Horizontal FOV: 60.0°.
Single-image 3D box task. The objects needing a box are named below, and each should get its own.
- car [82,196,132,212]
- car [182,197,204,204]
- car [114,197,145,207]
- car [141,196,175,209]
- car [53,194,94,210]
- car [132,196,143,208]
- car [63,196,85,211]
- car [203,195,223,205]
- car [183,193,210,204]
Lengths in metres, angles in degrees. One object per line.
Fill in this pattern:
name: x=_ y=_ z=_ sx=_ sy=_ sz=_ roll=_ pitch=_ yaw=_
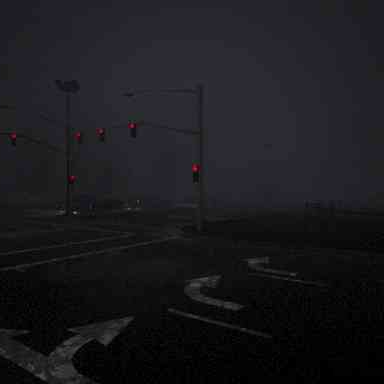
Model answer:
car: x=-9.762 y=1.491 z=38.649 sx=2.128 sy=1.511 sz=4.902 roll=0 pitch=0 yaw=35
car: x=0.296 y=1.601 z=65.208 sx=1.895 sy=1.301 sz=4.718 roll=0 pitch=0 yaw=35
car: x=-9.542 y=1.526 z=51.201 sx=1.812 sy=1.442 sz=4.674 roll=0 pitch=0 yaw=35
car: x=-4.465 y=1.601 z=46.249 sx=1.895 sy=1.301 sz=4.718 roll=0 pitch=0 yaw=35
car: x=-15.108 y=1.221 z=43.214 sx=2.150 sy=2.045 sz=5.566 roll=0 pitch=0 yaw=35
car: x=-7.096 y=1.353 z=48.595 sx=2.097 sy=1.767 sz=4.553 roll=0 pitch=0 yaw=35
car: x=-12.500 y=1.547 z=40.844 sx=2.033 sy=1.411 sz=5.357 roll=0 pitch=0 yaw=35
car: x=3.404 y=1.601 z=57.508 sx=1.895 sy=1.301 sz=4.718 roll=0 pitch=0 yaw=35
car: x=1.425 y=1.213 z=60.774 sx=2.150 sy=2.045 sz=5.566 roll=0 pitch=1 yaw=35
